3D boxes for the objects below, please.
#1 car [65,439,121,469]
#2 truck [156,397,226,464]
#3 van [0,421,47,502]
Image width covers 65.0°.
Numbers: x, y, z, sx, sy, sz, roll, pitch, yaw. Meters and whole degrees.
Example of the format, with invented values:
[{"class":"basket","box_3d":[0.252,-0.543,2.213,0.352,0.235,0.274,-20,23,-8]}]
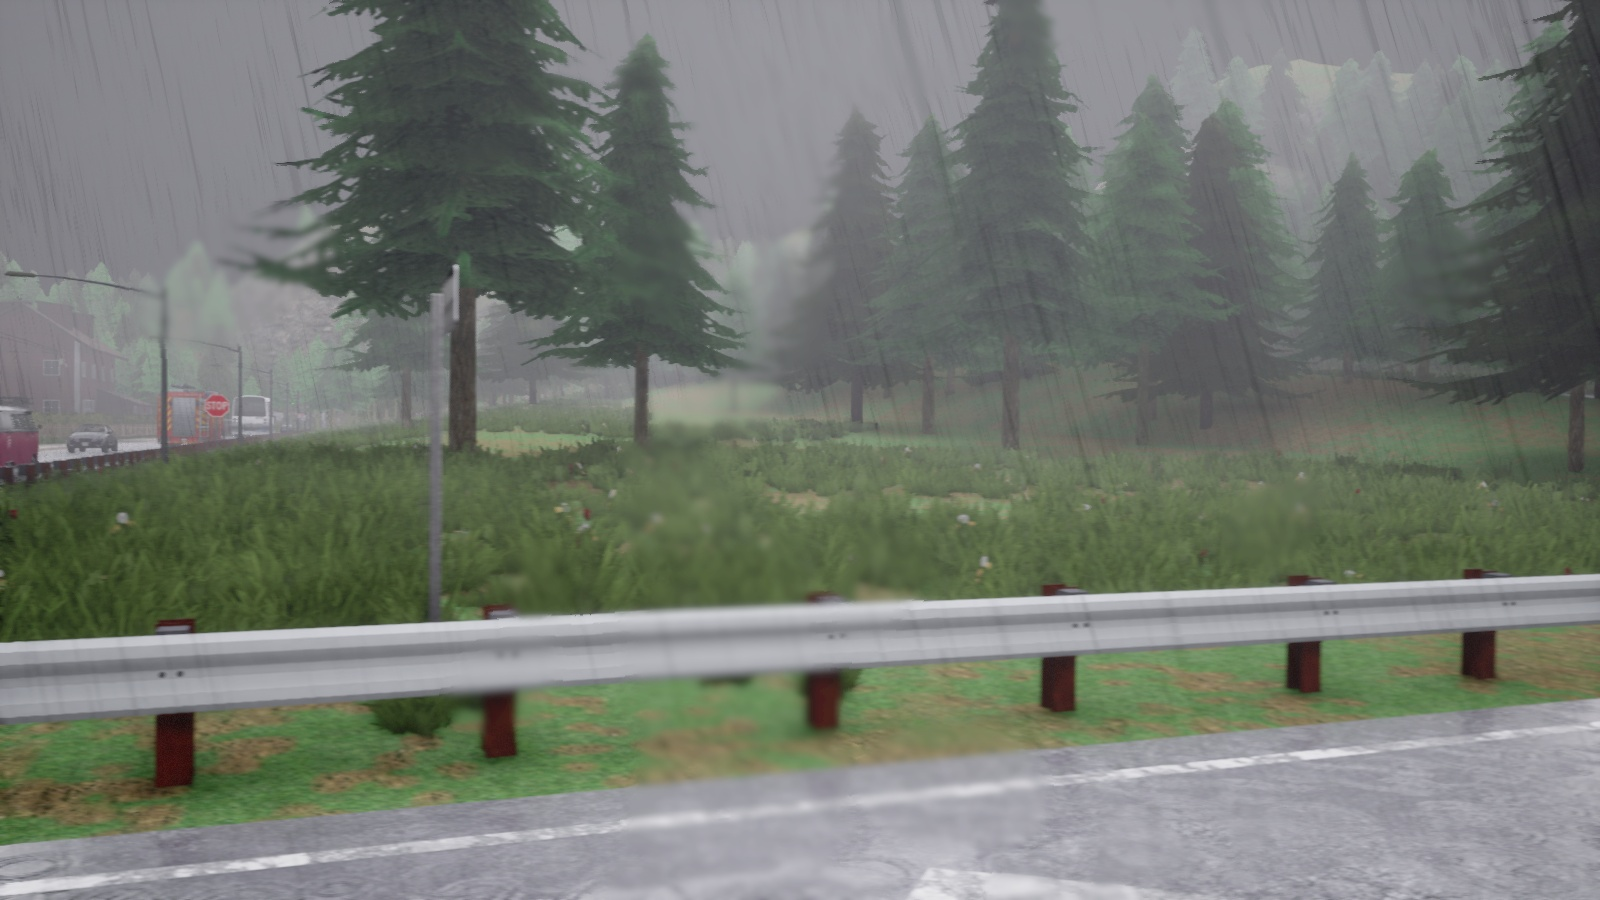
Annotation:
[{"class":"car","box_3d":[-36.384,0.174,64.693,1.816,1.474,4.193,-1,1,-20]},{"class":"truck","box_3d":[-36.750,-1.183,76.011,2.891,3.827,8.468,-1,1,-20]},{"class":"van","box_3d":[-21.216,0.269,32.812,1.775,1.987,4.442,-1,1,-20]}]
